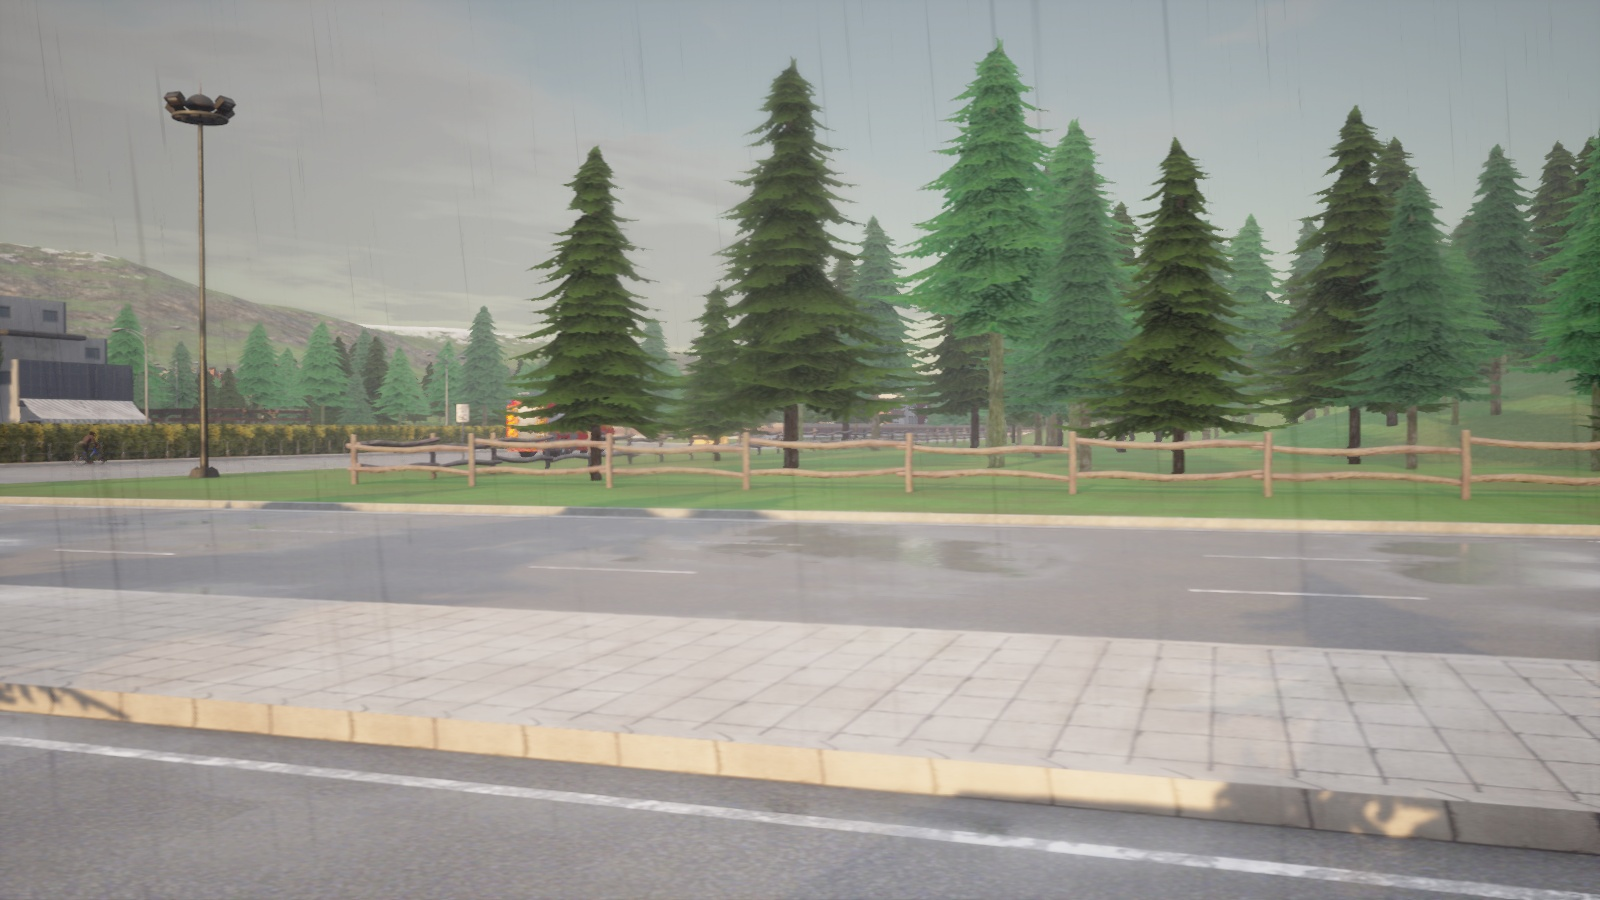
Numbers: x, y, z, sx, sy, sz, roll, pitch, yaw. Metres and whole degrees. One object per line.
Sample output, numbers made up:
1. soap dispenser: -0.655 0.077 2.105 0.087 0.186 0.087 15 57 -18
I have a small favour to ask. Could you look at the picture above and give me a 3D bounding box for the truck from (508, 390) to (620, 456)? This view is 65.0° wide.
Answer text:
1. truck: -14.339 -1.627 77.075 2.891 3.827 8.468 1 1 20
